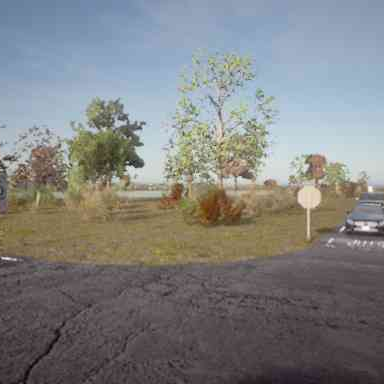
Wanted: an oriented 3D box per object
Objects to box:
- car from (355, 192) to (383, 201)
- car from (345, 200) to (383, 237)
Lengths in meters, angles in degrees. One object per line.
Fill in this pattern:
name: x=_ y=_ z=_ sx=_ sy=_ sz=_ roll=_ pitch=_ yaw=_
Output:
car: x=14.335 y=1.019 z=26.322 sx=2.150 sy=2.045 sz=5.566 roll=1 pitch=1 yaw=30
car: x=9.115 y=1.383 z=17.243 sx=1.812 sy=1.442 sz=4.674 roll=1 pitch=1 yaw=30
